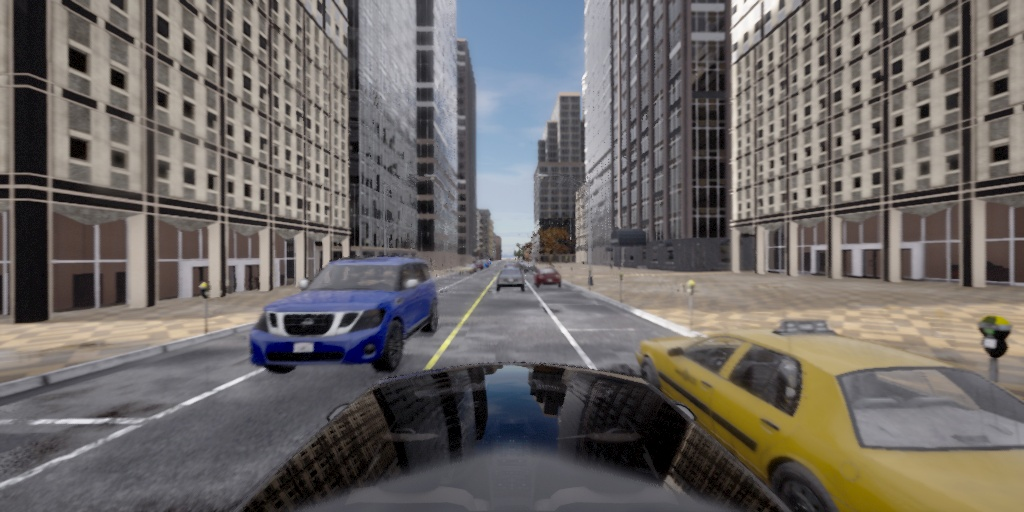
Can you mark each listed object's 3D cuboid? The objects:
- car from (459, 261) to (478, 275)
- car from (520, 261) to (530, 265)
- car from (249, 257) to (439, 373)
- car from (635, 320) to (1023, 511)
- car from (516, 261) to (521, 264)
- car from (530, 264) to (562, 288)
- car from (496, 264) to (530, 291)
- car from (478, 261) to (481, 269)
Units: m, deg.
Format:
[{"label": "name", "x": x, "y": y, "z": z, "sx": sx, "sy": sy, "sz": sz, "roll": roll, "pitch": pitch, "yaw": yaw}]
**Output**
[{"label": "car", "x": -6.049, "y": 1.716, "z": 48.247, "sx": 1.751, "sy": 1.417, "sz": 4.829, "roll": 0, "pitch": 0, "yaw": 0}, {"label": "car", "x": 2.330, "y": 1.700, "z": 48.501, "sx": 2.007, "sy": 1.370, "sz": 4.403, "roll": 0, "pitch": 0, "yaw": 0}, {"label": "car", "x": -3.145, "y": 1.044, "z": 8.144, "sx": 2.150, "sy": 2.045, "sz": 5.566, "roll": 0, "pitch": 0, "yaw": 0}, {"label": "car", "x": 2.681, "y": 1.277, "z": 3.532, "sx": 1.751, "sy": 1.417, "sz": 4.829, "roll": 0, "pitch": 0, "yaw": 0}, {"label": "car", "x": -0.212, "y": 1.610, "z": 39.447, "sx": 1.812, "sy": 1.442, "sz": 4.674, "roll": 0, "pitch": 0, "yaw": 0}, {"label": "car", "x": 2.506, "y": 1.498, "z": 25.932, "sx": 1.888, "sy": 1.381, "sz": 4.507, "roll": 0, "pitch": 0, "yaw": 0}, {"label": "car", "x": -0.079, "y": 1.494, "z": 23.765, "sx": 2.033, "sy": 1.411, "sz": 5.357, "roll": 0, "pitch": -1, "yaw": 0}, {"label": "car", "x": -6.094, "y": 1.821, "z": 54.058, "sx": 1.802, "sy": 1.307, "sz": 4.207, "roll": 0, "pitch": 0, "yaw": 0}]
